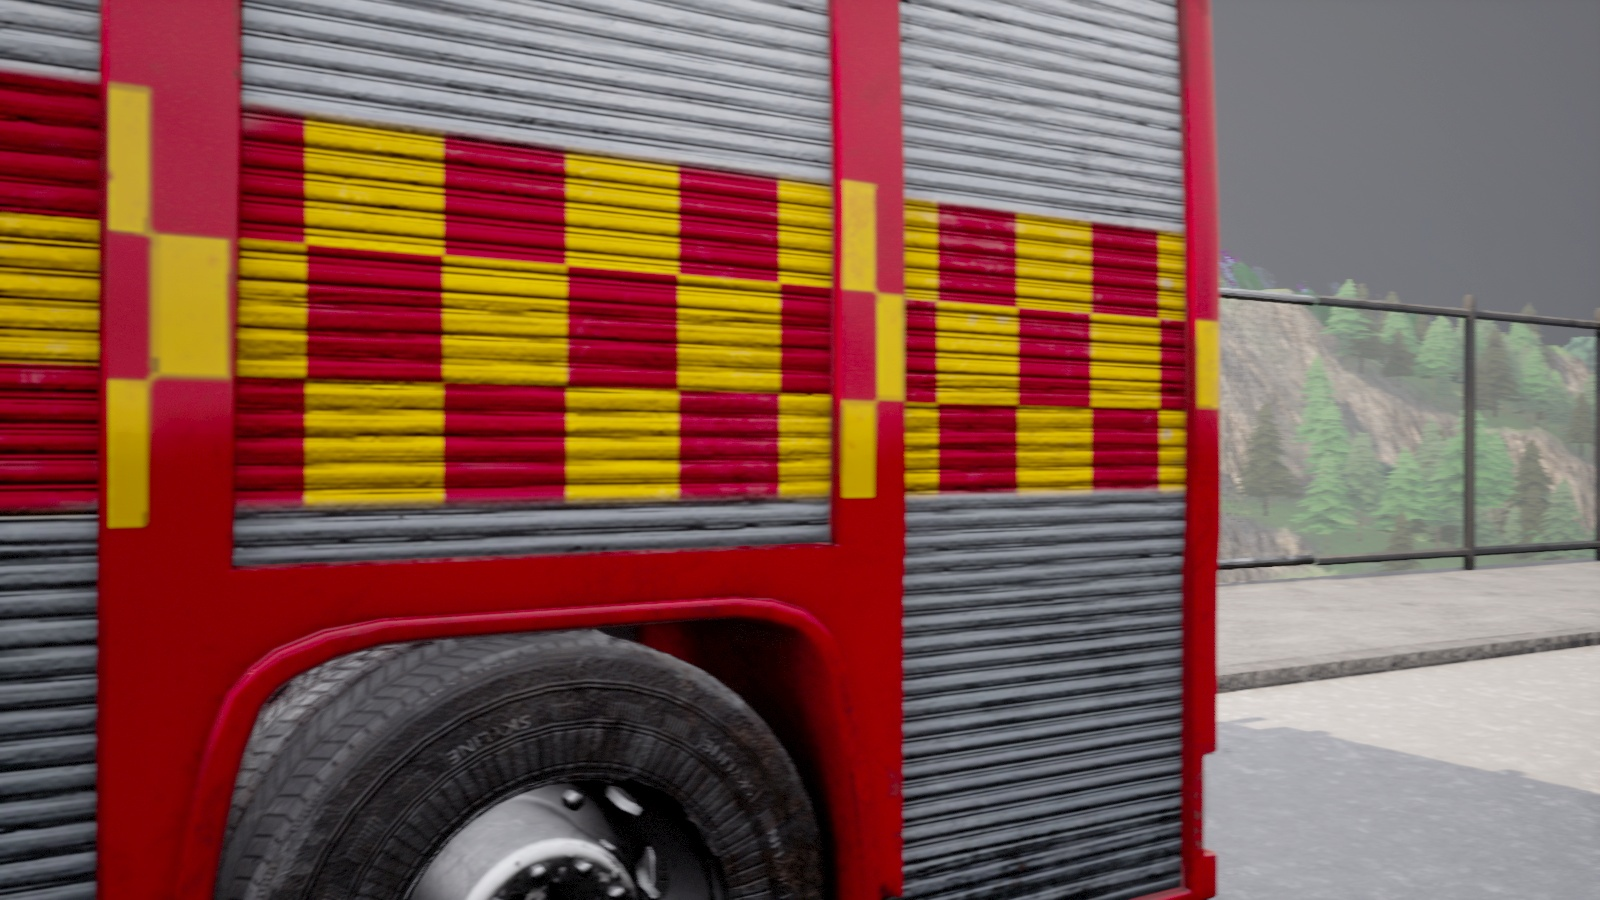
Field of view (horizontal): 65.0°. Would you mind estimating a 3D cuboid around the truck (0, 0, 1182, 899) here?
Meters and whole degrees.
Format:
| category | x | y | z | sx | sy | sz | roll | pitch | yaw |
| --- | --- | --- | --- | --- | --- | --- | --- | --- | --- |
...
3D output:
| category | x | y | z | sx | sy | sz | roll | pitch | yaw |
| --- | --- | --- | --- | --- | --- | --- | --- | --- | --- |
| truck | -3.482 | -0.412 | 2.026 | 8.468 | 3.827 | 2.891 | 0 | 0 | -31 |
